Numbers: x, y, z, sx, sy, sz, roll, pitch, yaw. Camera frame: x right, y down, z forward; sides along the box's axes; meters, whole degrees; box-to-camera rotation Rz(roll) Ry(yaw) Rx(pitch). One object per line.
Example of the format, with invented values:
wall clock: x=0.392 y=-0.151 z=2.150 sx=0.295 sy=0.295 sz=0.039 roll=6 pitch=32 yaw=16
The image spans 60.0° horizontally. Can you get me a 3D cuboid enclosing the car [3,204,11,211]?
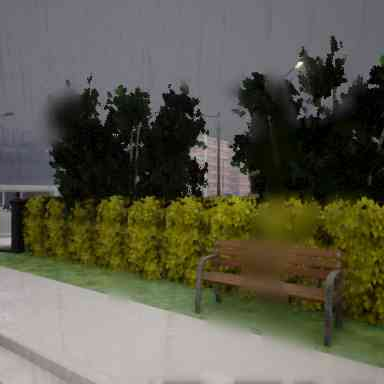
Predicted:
car: x=-18.867 y=1.498 z=38.793 sx=2.033 sy=1.411 sz=5.357 roll=0 pitch=0 yaw=35

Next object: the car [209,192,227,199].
car: x=5.852 y=0.699 z=73.868 sx=1.812 sy=1.442 sz=4.674 roll=0 pitch=0 yaw=35

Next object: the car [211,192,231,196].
car: x=6.444 y=0.705 z=68.625 sx=2.128 sy=1.511 sz=4.902 roll=0 pitch=1 yaw=35
